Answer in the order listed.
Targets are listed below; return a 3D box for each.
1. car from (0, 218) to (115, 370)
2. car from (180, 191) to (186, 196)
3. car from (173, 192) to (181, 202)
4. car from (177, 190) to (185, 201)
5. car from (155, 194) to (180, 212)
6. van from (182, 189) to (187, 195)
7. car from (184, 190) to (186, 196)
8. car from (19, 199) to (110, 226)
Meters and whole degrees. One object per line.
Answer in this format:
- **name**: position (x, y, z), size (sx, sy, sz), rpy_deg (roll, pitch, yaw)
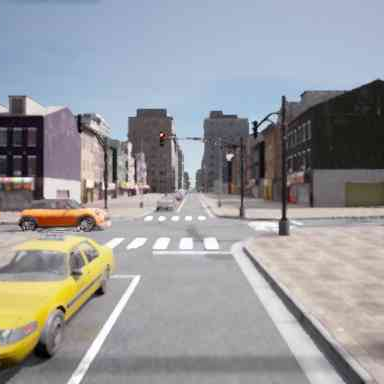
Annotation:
- **car**: position (-2.622, 1.468, 5.939), size (1.752, 1.417, 4.829), rpy_deg (1, 1, 0)
- **car**: position (-2.575, 0.406, 95.338), size (1.802, 1.307, 4.206), rpy_deg (1, 1, 0)
- **car**: position (-2.602, 1.067, 38.687), size (1.752, 1.417, 4.829), rpy_deg (1, 1, 0)
- **car**: position (-2.593, 0.854, 55.802), size (1.887, 1.381, 4.507), rpy_deg (1, 1, 0)
- **car**: position (-2.606, 1.164, 33.209), size (2.008, 1.369, 4.403), rpy_deg (1, 1, 0)
- **van**: position (-2.581, 0.429, 72.744), size (1.690, 1.788, 3.998), rpy_deg (1, 1, 0)
- **car**: position (-2.591, 0.799, 61.450), size (1.947, 1.339, 4.313), rpy_deg (1, 1, 0)
- **car**: position (-6.842, 1.184, 18.200), size (4.553, 1.767, 2.097), rpy_deg (-1, 0, 0)
